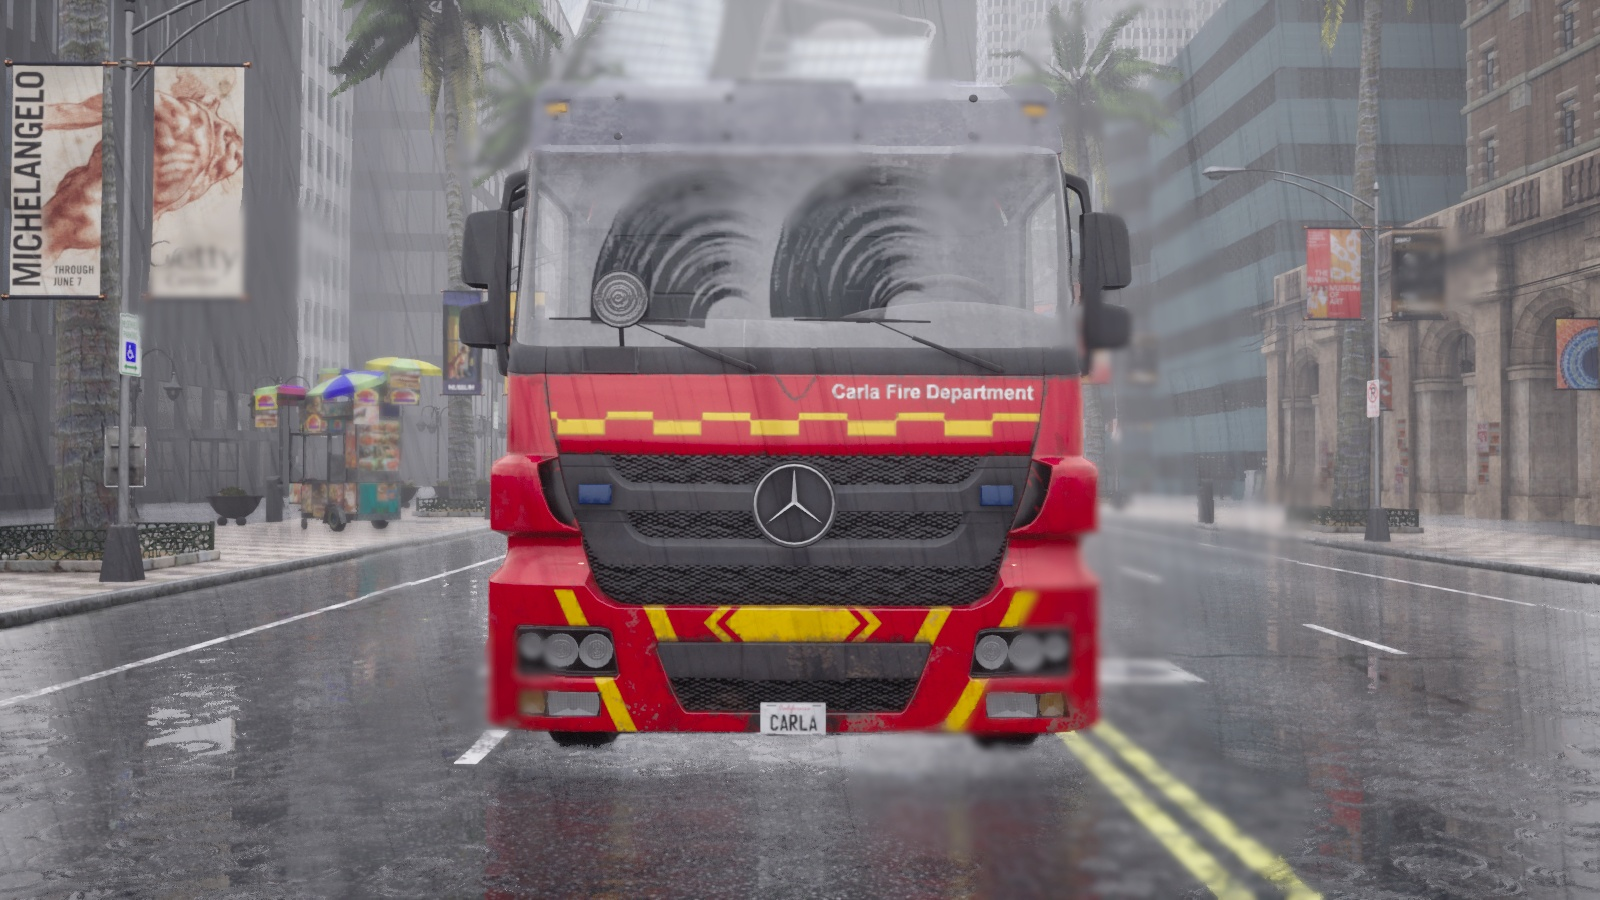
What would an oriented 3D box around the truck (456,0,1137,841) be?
[{"bbox_3d":[-0.025,-0.189,9.594,2.891,3.827,8.468,0,-1,0],"label":"truck"}]
